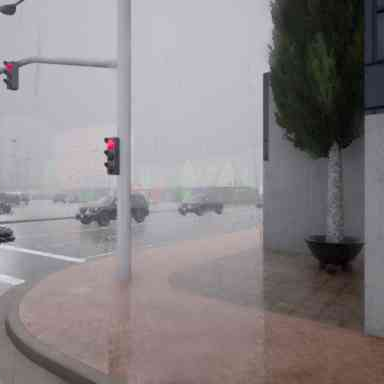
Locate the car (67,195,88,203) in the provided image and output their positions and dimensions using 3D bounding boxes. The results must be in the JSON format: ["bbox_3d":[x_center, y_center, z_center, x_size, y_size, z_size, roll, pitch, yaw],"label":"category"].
[{"bbox_3d":[-21.366,1.359,62.171,3.905,1.438,1.784,0,0,35],"label":"car"}]

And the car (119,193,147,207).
[{"bbox_3d":[-8.805,1.153,49.713,3.866,1.878,1.905,0,0,35],"label":"car"}]

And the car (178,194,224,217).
[{"bbox_3d":[0.970,1.219,32.362,2.150,2.045,5.566,0,0,37],"label":"car"}]

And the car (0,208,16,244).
[{"bbox_3d":[-9.490,1.546,12.069,2.033,1.411,5.357,0,0,42],"label":"car"}]

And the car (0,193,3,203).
[{"bbox_3d":[-38.588,1.148,64.050,4.605,1.855,1.932,0,0,35],"label":"car"}]

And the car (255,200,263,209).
[{"bbox_3d":[10.421,1.546,44.870,2.033,1.411,5.357,0,0,37],"label":"car"}]

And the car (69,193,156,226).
[{"bbox_3d":[-5.479,1.220,23.733,2.150,2.045,5.566,0,0,36],"label":"car"}]

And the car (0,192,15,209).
[{"bbox_3d":[-20.145,1.153,33.698,3.866,1.878,1.905,0,0,35],"label":"car"}]

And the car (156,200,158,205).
[{"bbox_3d":[-7.119,1.392,52.067,3.806,1.475,1.970,0,0,35],"label":"car"}]

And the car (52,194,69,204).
[{"bbox_3d":[-23.097,1.149,59.848,4.605,1.855,1.932,0,0,35],"label":"car"}]
